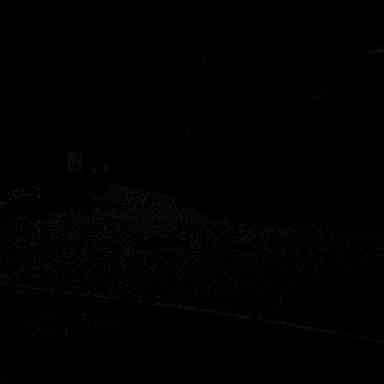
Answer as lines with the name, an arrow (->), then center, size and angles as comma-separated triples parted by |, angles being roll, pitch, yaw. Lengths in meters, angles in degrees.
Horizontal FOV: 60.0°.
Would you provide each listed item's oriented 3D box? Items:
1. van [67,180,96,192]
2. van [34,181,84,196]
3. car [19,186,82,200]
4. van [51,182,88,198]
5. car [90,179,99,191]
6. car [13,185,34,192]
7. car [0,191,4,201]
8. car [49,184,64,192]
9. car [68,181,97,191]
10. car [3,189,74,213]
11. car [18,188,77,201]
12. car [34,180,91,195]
van -> -19.597, -1.077, 58.996 | 4.442, 1.987, 1.878 | -4, 4, -31
van -> -15.218, 0.139, 38.164 | 4.442, 1.987, 1.878 | -4, 4, -32
car -> -14.841, 0.553, 35.040 | 5.366, 1.575, 1.946 | -4, 5, -31
van -> -17.289, -0.368, 46.962 | 4.442, 1.987, 1.878 | -4, 5, -31
car -> -18.421, -0.750, 52.996 | 5.566, 2.045, 2.435 | -4, 4, -31
car -> -21.162, 0.340, 42.155 | 1.882, 1.535, 5.008 | -3, 4, -12
car -> -24.215, 0.569, 40.875 | 2.128, 1.511, 4.902 | -3, 4, -12
car -> -25.664, -0.796, 63.111 | 1.994, 1.385, 4.181 | -3, 4, -12
car -> -20.344, -1.142, 61.900 | 4.553, 1.767, 2.185 | -4, 4, -31
car -> -13.443, 0.894, 29.189 | 4.892, 1.521, 2.231 | -4, 4, -31
car -> -14.056, 0.758, 32.166 | 4.674, 1.452, 2.002 | -4, 5, -31
car -> -15.963, -0.051, 41.055 | 5.566, 2.045, 2.435 | -4, 5, -32
